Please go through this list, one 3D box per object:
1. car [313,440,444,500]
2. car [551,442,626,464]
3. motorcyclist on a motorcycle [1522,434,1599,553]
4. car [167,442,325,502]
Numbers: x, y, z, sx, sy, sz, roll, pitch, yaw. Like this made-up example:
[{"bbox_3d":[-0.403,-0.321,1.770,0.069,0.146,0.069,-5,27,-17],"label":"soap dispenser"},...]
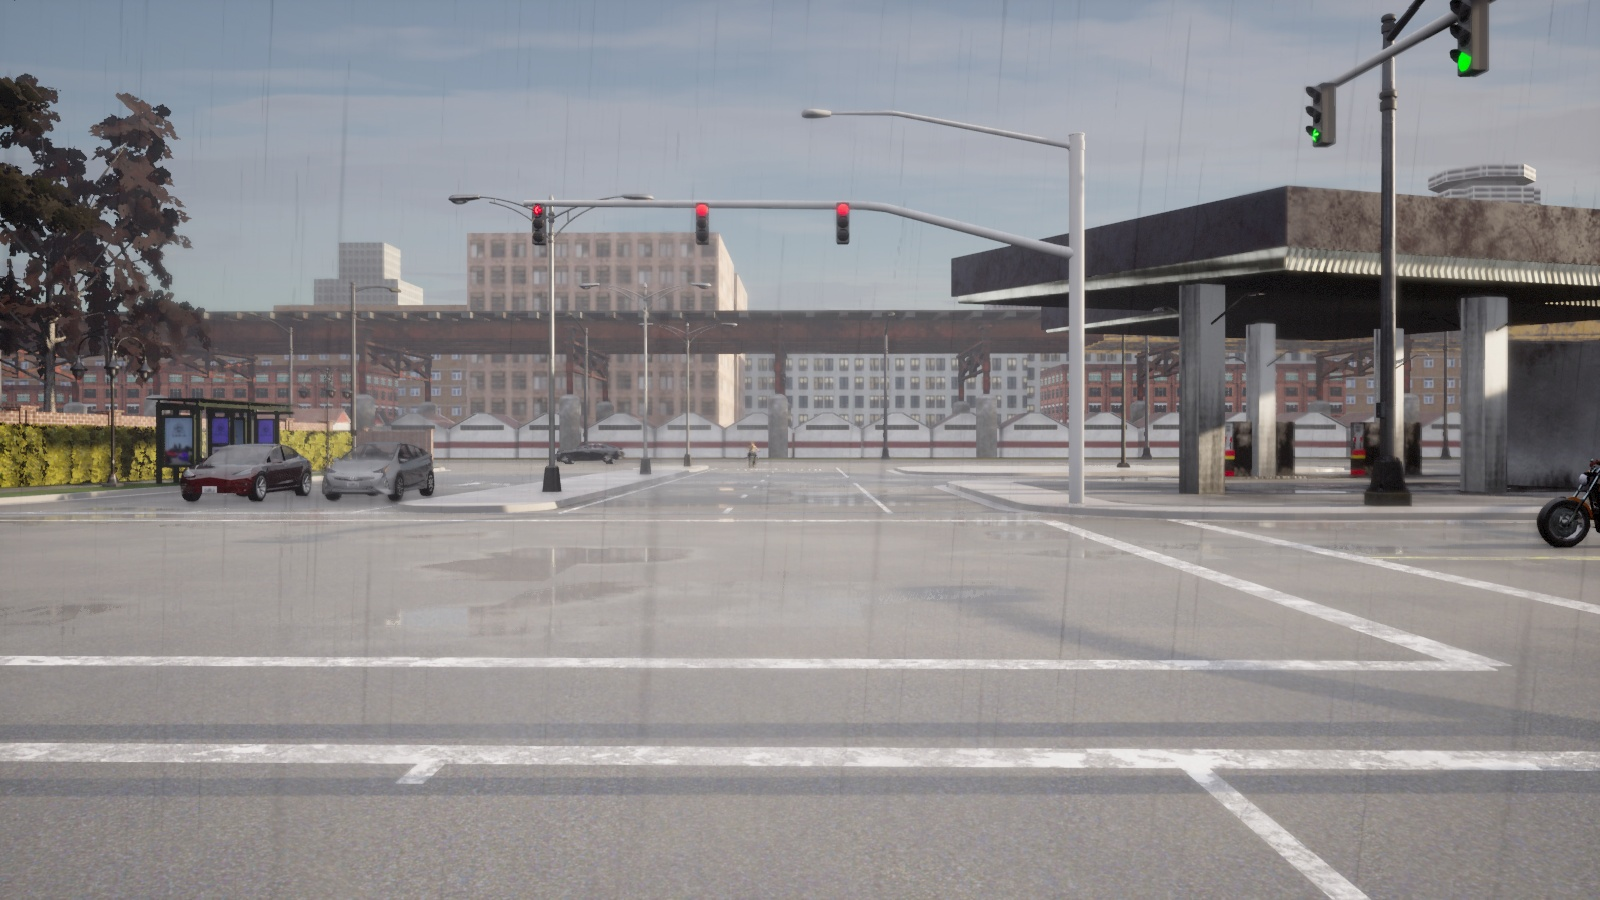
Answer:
[{"bbox_3d":[-11.300,0.492,34.023,2.007,1.525,4.514,0,0,0],"label":"car"},{"bbox_3d":[-14.751,0.196,87.718,4.902,1.511,2.128,0,0,1],"label":"car"},{"bbox_3d":[11.649,0.606,17.834,2.350,1.649,0.766,0,0,-1],"label":"motorcyclist on a motorcycle"},{"bbox_3d":[-14.822,0.543,33.925,2.163,1.488,4.792,0,0,0],"label":"car"}]
